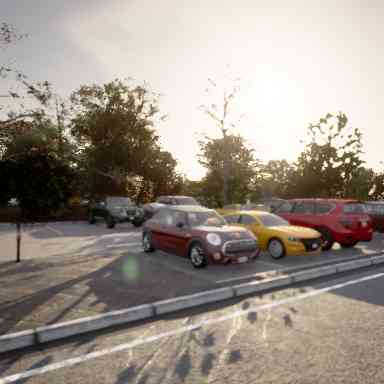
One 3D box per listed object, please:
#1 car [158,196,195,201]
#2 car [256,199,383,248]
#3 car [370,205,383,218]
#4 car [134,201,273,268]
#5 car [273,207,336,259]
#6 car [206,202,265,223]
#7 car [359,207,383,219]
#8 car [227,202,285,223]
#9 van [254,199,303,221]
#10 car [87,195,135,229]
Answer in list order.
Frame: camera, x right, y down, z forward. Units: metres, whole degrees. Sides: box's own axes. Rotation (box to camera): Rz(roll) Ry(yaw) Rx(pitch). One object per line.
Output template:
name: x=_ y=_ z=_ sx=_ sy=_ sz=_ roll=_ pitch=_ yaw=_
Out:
car: x=-0.852 y=1.347 z=25.676 sx=2.435 sy=2.045 sz=5.566 roll=1 pitch=-1 yaw=-36
car: x=4.972 y=1.315 z=14.813 sx=2.435 sy=2.045 sz=5.566 roll=2 pitch=-1 yaw=-36
car: x=27.615 y=2.780 z=46.231 sx=2.185 sy=1.767 sz=4.553 roll=3 pitch=-2 yaw=-35
car: x=0.155 y=1.334 z=11.313 sx=2.185 sy=1.767 sz=4.553 roll=1 pitch=-1 yaw=-36
car: x=2.623 y=1.513 z=13.076 sx=2.097 sy=1.535 sz=5.008 roll=1 pitch=-1 yaw=-36
car: x=3.656 y=1.737 z=29.186 sx=1.946 sy=1.575 sz=5.366 roll=2 pitch=-1 yaw=-36
car: x=25.065 y=2.795 z=44.339 sx=2.002 sy=1.452 sz=4.674 roll=3 pitch=-2 yaw=-36
car: x=5.815 y=1.812 z=30.740 sx=1.946 sy=1.575 sz=5.366 roll=2 pitch=-1 yaw=-36
van: x=8.263 y=1.675 z=32.131 sx=1.878 sy=1.987 sz=4.442 roll=2 pitch=-1 yaw=-36
car: x=-5.269 y=1.246 z=22.464 sx=2.435 sy=2.045 sz=5.566 roll=1 pitch=-1 yaw=-36
